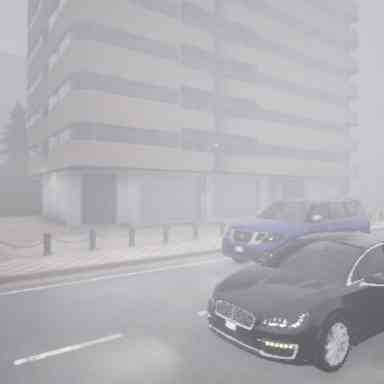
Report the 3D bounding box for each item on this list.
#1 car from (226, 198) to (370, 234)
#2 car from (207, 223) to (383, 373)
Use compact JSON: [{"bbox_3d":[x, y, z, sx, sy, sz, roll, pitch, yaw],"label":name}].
[{"bbox_3d":[3.568,1.223,10.749,5.566,2.045,2.150,0,0,-35],"label":"car"},{"bbox_3d":[2.492,1.508,5.719,4.892,1.490,1.837,1,0,-35],"label":"car"}]
